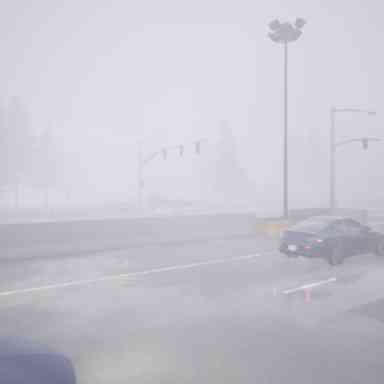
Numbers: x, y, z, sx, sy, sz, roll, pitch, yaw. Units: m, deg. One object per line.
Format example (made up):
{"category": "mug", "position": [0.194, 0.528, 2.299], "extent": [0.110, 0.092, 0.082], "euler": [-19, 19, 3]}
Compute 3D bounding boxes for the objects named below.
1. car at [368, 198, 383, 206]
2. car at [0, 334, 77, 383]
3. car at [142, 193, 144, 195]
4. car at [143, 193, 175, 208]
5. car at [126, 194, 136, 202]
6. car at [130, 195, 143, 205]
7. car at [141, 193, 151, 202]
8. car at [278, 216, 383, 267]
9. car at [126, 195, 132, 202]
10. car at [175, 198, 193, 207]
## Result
{"category": "car", "position": [32.084, 1.743, 56.836], "extent": [4.718, 1.301, 1.895], "euler": [0, 0, -35]}
{"category": "car", "position": [-2.960, 1.521, 1.617], "extent": [4.674, 1.442, 1.812], "euler": [0, 0, -36]}
{"category": "car", "position": [-9.036, 1.329, 70.141], "extent": [2.150, 2.045, 5.566], "euler": [0, 0, -18]}
{"category": "car", "position": [-5.151, 1.301, 51.175], "extent": [2.150, 2.045, 5.566], "euler": [0, 0, -28]}
{"category": "car", "position": [-14.454, 1.461, 78.799], "extent": [2.097, 1.767, 4.553], "euler": [0, 0, -11]}
{"category": "car", "position": [-9.306, 1.686, 59.999], "extent": [1.895, 1.301, 4.718], "euler": [0, 0, -22]}
{"category": "car", "position": [-11.151, 1.343, 80.331], "extent": [2.150, 2.045, 5.566], "euler": [0, 0, -11]}
{"category": "car", "position": [4.965, 1.559, 11.587], "extent": [4.674, 1.442, 1.812], "euler": [0, 0, -36]}
{"category": "car", "position": [-12.384, 1.634, 69.109], "extent": [2.033, 1.411, 5.357], "euler": [0, 0, -18]}
{"category": "car", "position": [-1.794, 1.637, 52.230], "extent": [2.033, 1.411, 5.357], "euler": [0, 0, -29]}
